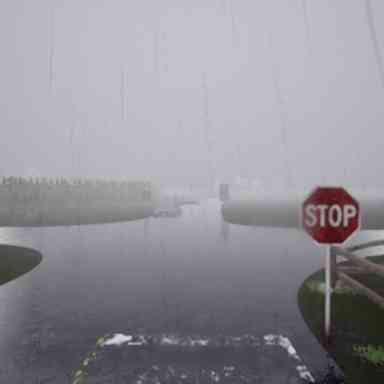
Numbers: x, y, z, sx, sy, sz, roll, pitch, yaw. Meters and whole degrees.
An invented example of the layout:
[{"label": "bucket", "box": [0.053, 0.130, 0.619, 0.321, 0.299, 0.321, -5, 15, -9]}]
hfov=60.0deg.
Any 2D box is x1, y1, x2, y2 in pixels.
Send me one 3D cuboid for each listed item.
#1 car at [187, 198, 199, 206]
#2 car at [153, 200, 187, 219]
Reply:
[{"label": "car", "box": [0.100, 1.560, 53.350, 1.895, 1.301, 4.718, 0, 0, 6]}, {"label": "car", "box": [-2.014, 1.590, 28.860, 1.994, 1.385, 4.181, 0, 1, 8]}]
